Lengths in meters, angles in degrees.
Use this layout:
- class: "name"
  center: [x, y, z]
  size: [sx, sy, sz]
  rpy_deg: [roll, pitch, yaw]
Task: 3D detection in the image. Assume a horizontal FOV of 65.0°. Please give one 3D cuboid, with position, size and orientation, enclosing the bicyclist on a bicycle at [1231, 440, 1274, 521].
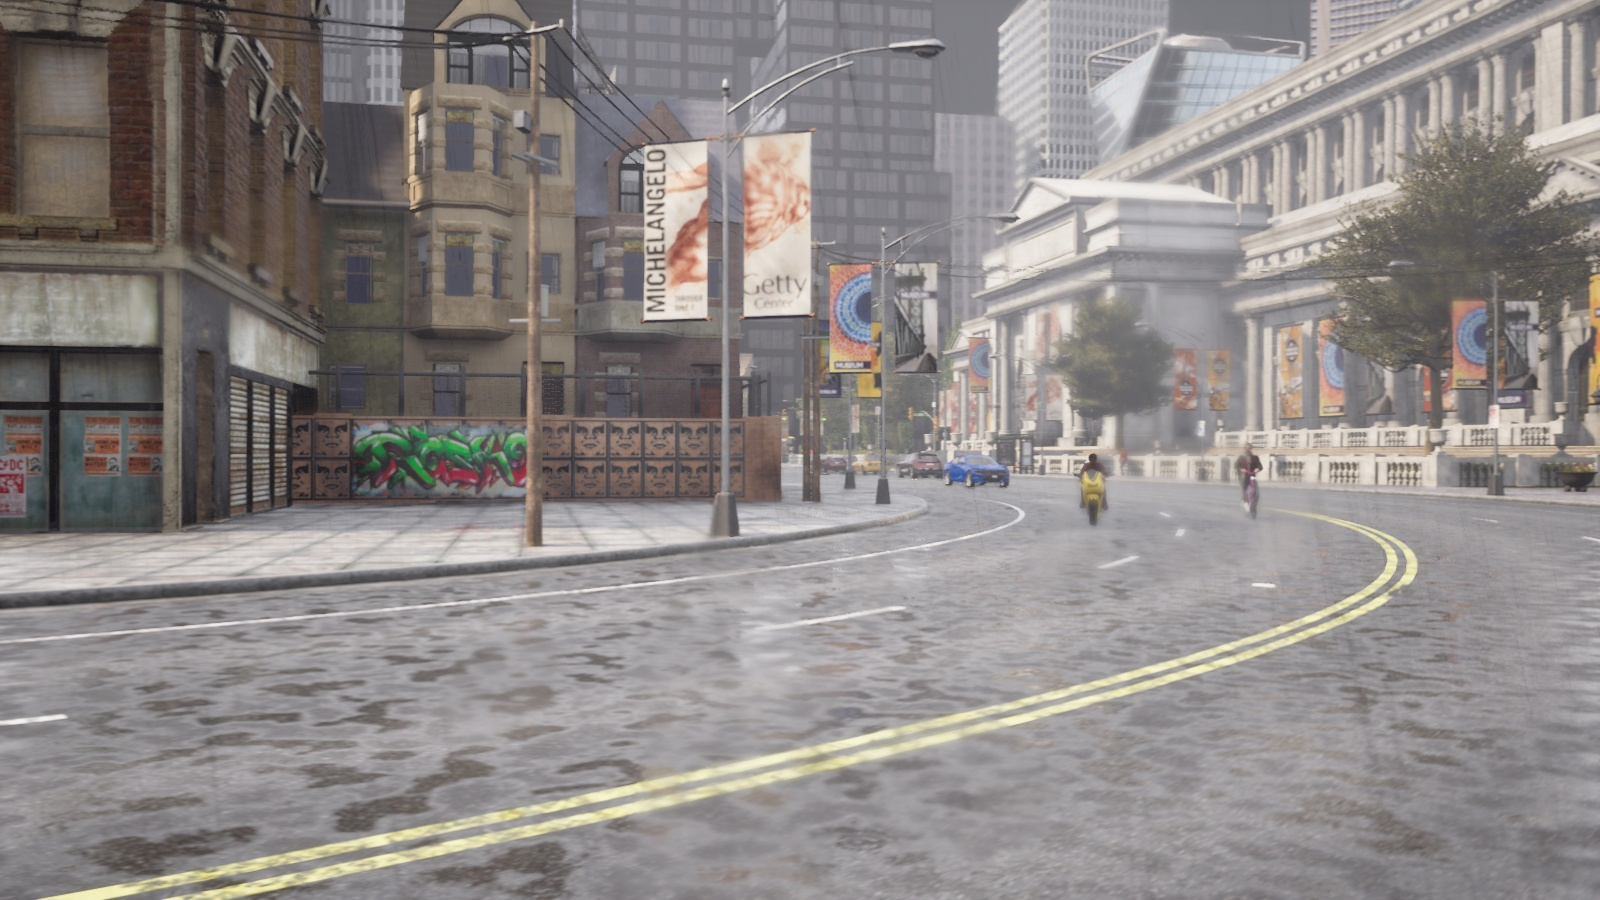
- class: "bicyclist on a bicycle"
  center: [10.293, 0.685, 28.600]
  size: [0.659, 1.776, 1.843]
  rpy_deg: [0, 0, 12]

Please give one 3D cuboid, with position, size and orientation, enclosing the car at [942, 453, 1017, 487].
- class: "car"
  center: [8.311, 0.900, 58.672]
  size: [1.882, 1.535, 5.008]
  rpy_deg: [0, 0, -12]

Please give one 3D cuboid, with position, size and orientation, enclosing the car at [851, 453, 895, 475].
- class: "car"
  center: [5.249, 0.980, 91.043]
  size: [1.801, 1.575, 5.366]
  rpy_deg: [0, 0, -12]

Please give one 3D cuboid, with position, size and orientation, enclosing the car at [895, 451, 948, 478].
- class: "car"
  center: [7.631, 0.925, 79.421]
  size: [2.033, 1.649, 4.856]
  rpy_deg: [0, 0, -12]

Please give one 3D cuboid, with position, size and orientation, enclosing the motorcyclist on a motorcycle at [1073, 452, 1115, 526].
- class: "motorcyclist on a motorcycle"
  center: [6.265, 0.801, 26.723]
  size: [0.797, 1.523, 2.044]
  rpy_deg: [-1, 0, 15]
